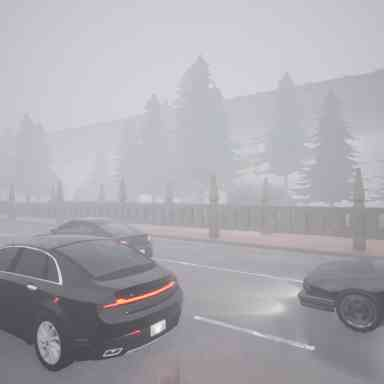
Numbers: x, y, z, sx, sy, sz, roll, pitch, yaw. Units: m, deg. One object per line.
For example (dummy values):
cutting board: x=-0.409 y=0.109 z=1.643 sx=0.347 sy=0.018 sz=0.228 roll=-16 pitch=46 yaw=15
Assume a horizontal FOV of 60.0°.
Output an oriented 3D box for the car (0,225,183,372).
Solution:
car: x=-2.411 y=1.505 z=5.707 sx=4.892 sy=1.490 sz=1.837 roll=0 pitch=0 yaw=35

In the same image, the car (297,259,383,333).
car: x=4.510 y=1.547 z=5.075 sx=5.357 sy=1.411 sz=2.033 roll=0 pitch=0 yaw=35

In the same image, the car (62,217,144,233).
car: x=-3.305 y=1.526 z=10.637 sx=4.674 sy=1.442 sz=1.812 roll=0 pitch=0 yaw=35
